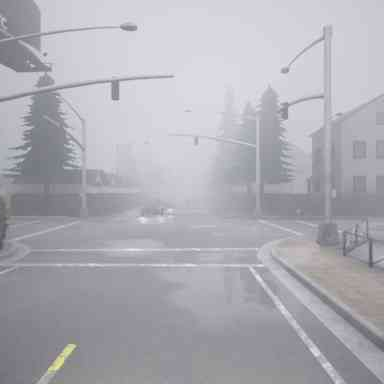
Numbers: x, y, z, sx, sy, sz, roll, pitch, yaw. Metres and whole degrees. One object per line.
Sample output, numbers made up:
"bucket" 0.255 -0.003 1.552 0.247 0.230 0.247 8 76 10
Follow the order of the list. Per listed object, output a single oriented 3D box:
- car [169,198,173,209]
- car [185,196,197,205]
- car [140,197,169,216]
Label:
"car" -3.663 1.519 46.440 1.812 1.442 4.674 0 0 0
"car" -0.100 1.483 59.300 2.128 1.511 4.902 0 0 0
"car" -3.650 1.348 31.801 2.097 1.767 4.553 0 0 0
